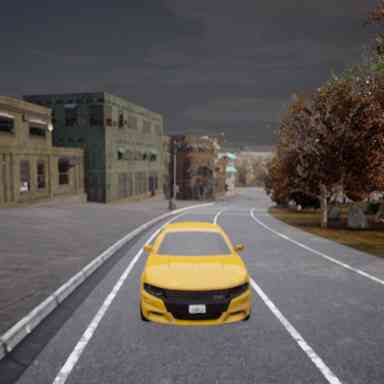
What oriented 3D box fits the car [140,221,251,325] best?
[{"bbox_3d":[0.017,1.461,7.447,1.882,1.535,5.008,0,0,-1],"label":"car"}]
